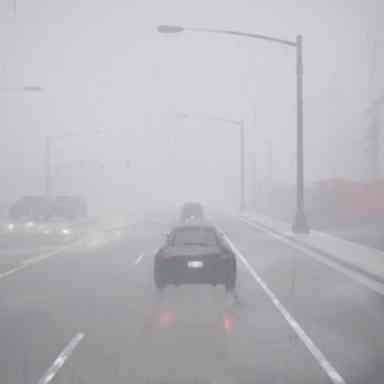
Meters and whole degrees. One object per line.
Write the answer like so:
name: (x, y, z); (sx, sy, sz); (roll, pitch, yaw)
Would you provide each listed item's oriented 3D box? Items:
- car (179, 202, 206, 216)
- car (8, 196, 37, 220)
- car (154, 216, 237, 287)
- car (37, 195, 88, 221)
car: (0.022, 1.585, 26.959); (1.837, 1.490, 4.892); (0, 0, 0)
car: (-14.100, 1.333, 29.868); (2.150, 2.045, 5.566); (0, -1, 0)
car: (0.074, 1.592, 9.442); (1.994, 1.385, 4.181); (0, 0, 0)
car: (-10.611, 1.320, 28.297); (2.150, 2.045, 5.566); (0, 0, 0)
